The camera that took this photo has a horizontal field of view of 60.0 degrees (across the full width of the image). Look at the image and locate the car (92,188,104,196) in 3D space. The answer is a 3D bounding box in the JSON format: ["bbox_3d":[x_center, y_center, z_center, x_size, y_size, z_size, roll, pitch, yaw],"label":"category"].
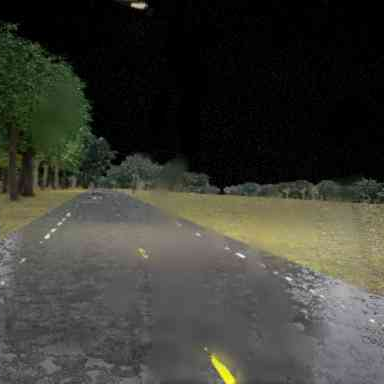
[{"bbox_3d":[-17.070,0.019,60.424,1.994,1.385,4.181,3,1,-15],"label":"car"}]
